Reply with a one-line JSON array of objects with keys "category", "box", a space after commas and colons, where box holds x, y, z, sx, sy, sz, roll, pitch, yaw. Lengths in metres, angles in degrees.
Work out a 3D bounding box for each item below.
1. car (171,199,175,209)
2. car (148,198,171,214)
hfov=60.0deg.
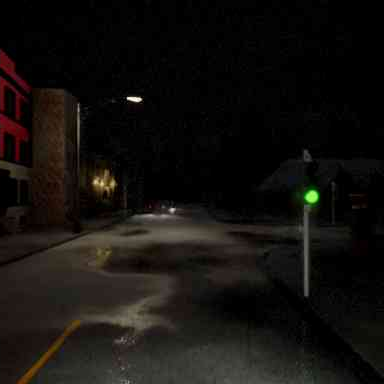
[{"category": "car", "box": [-3.991, 1.916, 56.919, 2.097, 1.767, 4.553, 0, -1, 1]}, {"category": "car", "box": [-4.059, 1.752, 40.236, 2.097, 1.767, 4.553, 0, -1, 0]}]
